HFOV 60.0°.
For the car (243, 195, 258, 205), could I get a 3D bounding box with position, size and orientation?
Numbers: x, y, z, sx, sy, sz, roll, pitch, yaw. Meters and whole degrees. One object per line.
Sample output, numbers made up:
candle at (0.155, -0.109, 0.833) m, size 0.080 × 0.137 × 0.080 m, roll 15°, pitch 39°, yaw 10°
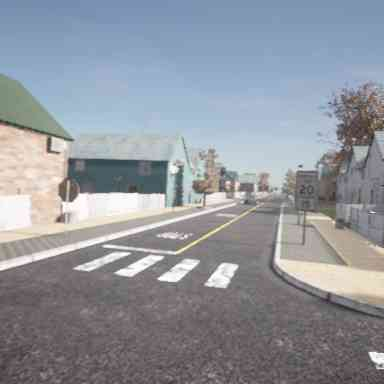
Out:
car at (8.944, 1.177, 50.419) m, size 1.837 × 1.490 × 4.892 m, roll 3°, pitch 1°, yaw 15°
